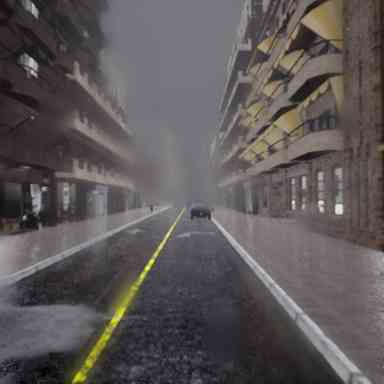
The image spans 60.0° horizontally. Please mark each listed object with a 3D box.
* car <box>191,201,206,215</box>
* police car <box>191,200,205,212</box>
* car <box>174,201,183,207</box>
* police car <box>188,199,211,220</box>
[{"bbox_3d":[0.822,1.989,42.914,1.801,1.575,5.366,0,-1,0],"label":"car"},{"bbox_3d":[0.821,2.053,48.834,1.930,1.638,5.238,0,-1,0],"label":"police car"},{"bbox_3d":[-2.755,2.527,71.033,2.033,1.411,5.357,0,-1,0],"label":"car"},{"bbox_3d":[0.823,1.809,32.833,1.930,1.638,5.238,0,-1,0],"label":"police car"}]
